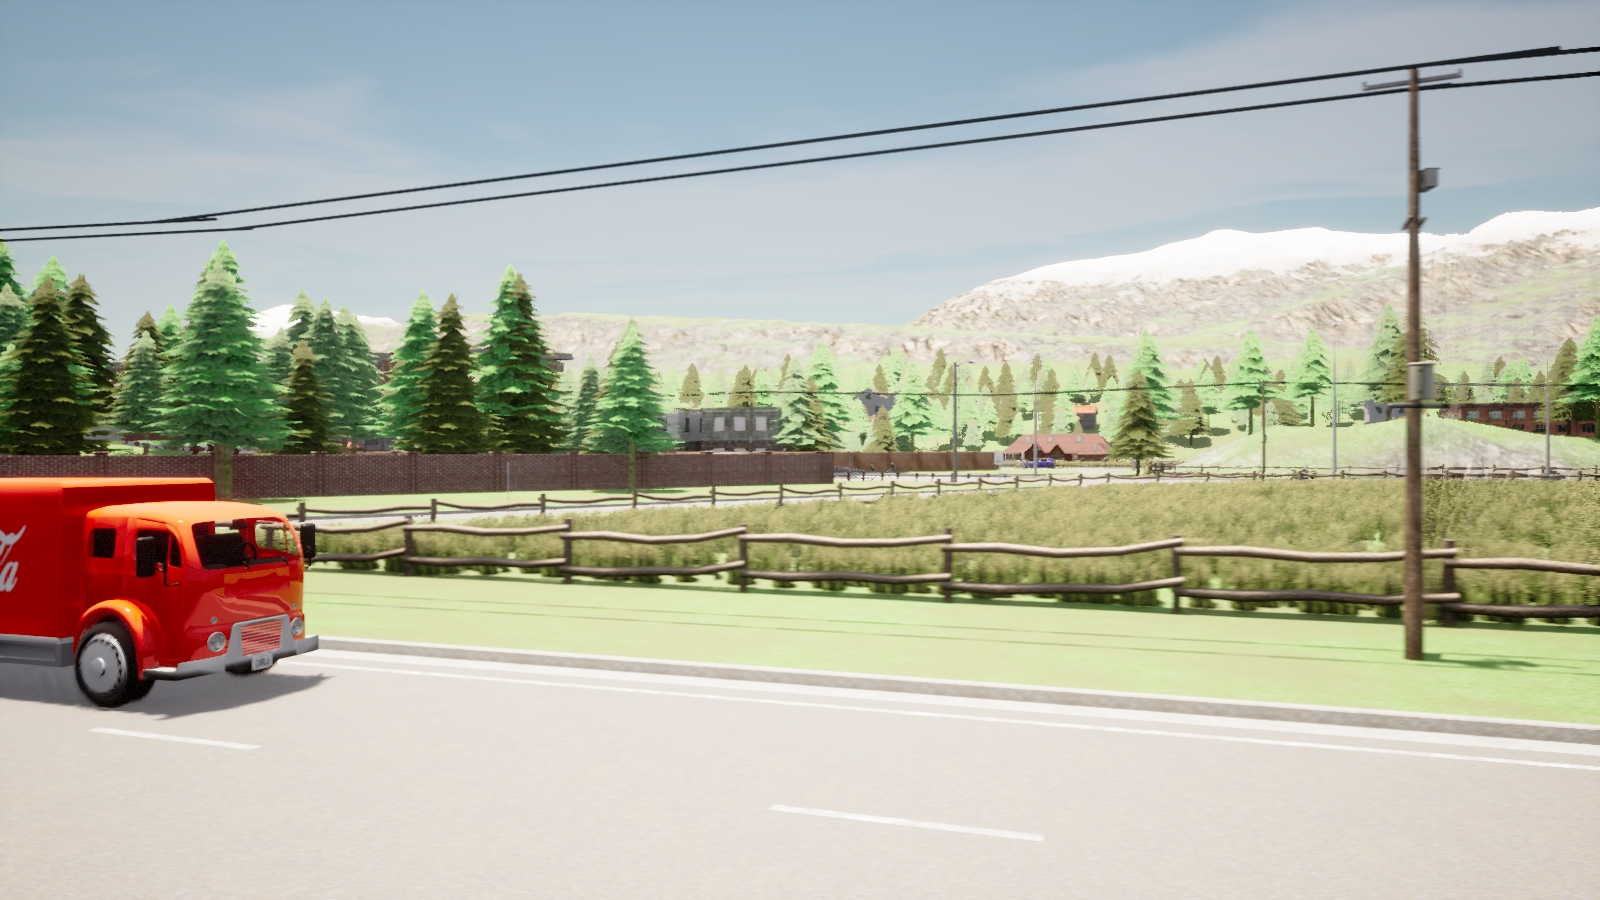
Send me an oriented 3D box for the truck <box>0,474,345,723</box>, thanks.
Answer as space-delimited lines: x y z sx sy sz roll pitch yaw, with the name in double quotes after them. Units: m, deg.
-8.547 1.568 13.858 5.204 2.467 2.627 0 0 20 "truck"
